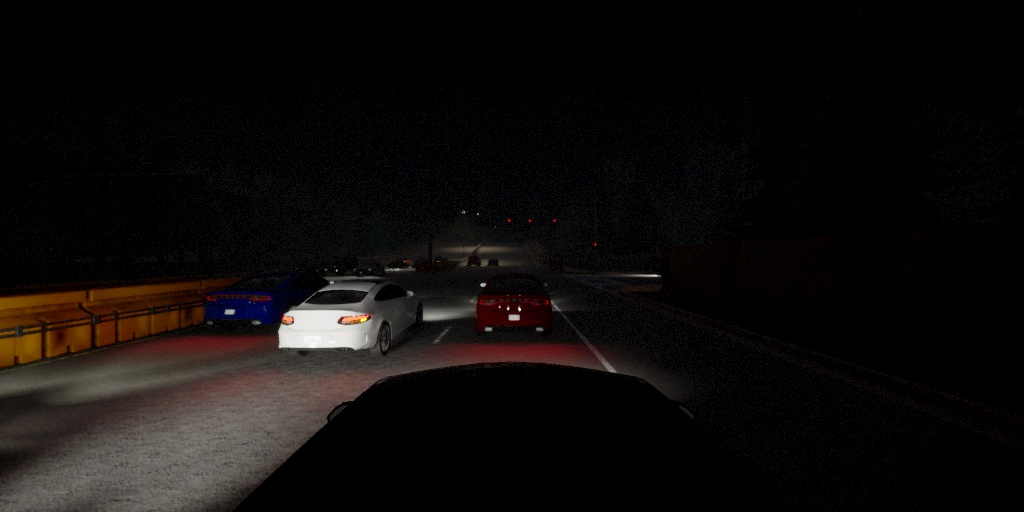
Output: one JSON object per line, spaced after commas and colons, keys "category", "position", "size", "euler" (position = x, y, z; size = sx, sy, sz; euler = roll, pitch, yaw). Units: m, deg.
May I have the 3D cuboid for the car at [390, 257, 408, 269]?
{"category": "car", "position": [-17.705, 1.314, 55.741], "size": [1.994, 1.385, 4.181], "euler": [0, 0, 0]}

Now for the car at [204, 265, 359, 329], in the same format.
{"category": "car", "position": [-6.942, 1.228, 11.306], "size": [1.882, 1.535, 5.008], "euler": [0, 0, 0]}

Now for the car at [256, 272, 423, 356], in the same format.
{"category": "car", "position": [-3.449, 1.276, 8.468], "size": [1.812, 1.442, 4.674], "euler": [0, 0, -1]}

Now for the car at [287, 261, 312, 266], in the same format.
{"category": "car", "position": [-21.173, 1.241, 36.147], "size": [2.128, 1.511, 4.902], "euler": [0, 0, 0]}

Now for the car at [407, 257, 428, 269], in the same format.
{"category": "car", "position": [-14.207, 1.275, 55.397], "size": [1.812, 1.442, 4.674], "euler": [0, 0, 0]}

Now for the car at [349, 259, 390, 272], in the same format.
{"category": "car", "position": [-14.173, 1.276, 35.922], "size": [1.812, 1.442, 4.674], "euler": [0, 0, 0]}

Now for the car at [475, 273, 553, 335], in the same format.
{"category": "car", "position": [0.056, 1.228, 10.499], "size": [1.882, 1.535, 5.008], "euler": [0, 0, 0]}

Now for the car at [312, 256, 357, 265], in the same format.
{"category": "car", "position": [-17.672, 0.971, 36.809], "size": [2.150, 2.045, 5.566], "euler": [0, 0, 0]}

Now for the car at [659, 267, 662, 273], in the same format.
{"category": "car", "position": [17.273, 1.314, 36.498], "size": [4.181, 1.385, 1.994], "euler": [0, 0, 0]}
